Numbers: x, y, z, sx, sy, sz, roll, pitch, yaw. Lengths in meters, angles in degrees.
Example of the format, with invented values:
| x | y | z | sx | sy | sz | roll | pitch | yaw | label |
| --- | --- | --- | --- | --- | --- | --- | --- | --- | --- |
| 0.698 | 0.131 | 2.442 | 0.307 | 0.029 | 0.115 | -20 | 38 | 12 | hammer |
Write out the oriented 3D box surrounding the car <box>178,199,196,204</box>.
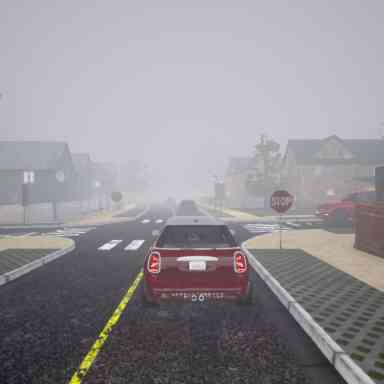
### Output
| x | y | z | sx | sy | sz | roll | pitch | yaw | label |
| --- | --- | --- | --- | --- | --- | --- | --- | --- | --- |
| -0.551 | 1.579 | 37.494 | 1.882 | 1.535 | 5.008 | 0 | 0 | -4 | car |

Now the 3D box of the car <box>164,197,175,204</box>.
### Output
| x | y | z | sx | sy | sz | roll | pitch | yaw | label |
| --- | --- | --- | --- | --- | --- | --- | --- | --- | --- |
| -4.523 | 1.809 | 67.520 | 1.837 | 1.490 | 4.892 | 0 | 0 | -11 | car |

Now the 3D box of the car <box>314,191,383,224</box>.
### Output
| x | y | z | sx | sy | sz | roll | pitch | yaw | label |
| --- | --- | --- | --- | --- | --- | --- | --- | --- | --- |
| 10.913 | 0.939 | 21.548 | 5.566 | 2.045 | 2.150 | -1 | 0 | 1 | car |

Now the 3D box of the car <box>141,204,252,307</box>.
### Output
| x | y | z | sx | sy | sz | roll | pitch | yaw | label |
| --- | --- | --- | --- | --- | --- | --- | --- | --- | --- |
| 0.045 | 1.353 | 8.151 | 2.097 | 1.767 | 4.553 | 0 | 0 | -1 | car |
